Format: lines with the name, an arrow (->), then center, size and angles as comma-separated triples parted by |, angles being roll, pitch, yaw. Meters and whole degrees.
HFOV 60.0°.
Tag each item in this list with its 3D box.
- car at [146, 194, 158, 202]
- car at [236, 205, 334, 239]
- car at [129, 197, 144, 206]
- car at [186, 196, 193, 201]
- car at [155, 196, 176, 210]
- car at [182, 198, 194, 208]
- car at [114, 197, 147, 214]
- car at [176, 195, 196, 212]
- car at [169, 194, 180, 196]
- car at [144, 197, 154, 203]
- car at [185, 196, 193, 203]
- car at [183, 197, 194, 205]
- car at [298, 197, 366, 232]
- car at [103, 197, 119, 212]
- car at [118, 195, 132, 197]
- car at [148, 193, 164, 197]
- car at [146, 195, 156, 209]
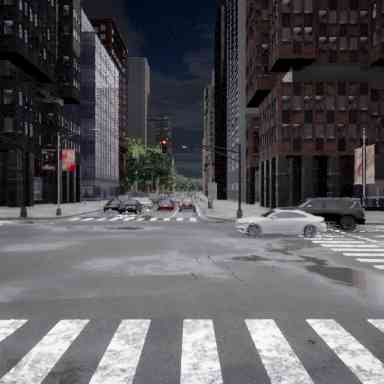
car -> -9.243, 1.418, 76.953 | 2.192, 1.841, 5.009 | 0, 0, 0
car -> 4.678, 1.616, 17.647 | 4.674, 1.442, 1.812 | 1, 0, 0
car -> -9.139, 1.571, 55.078 | 1.752, 1.417, 4.829 | 0, 0, 0
car -> -0.794, 1.697, 93.257 | 1.887, 1.381, 4.507 | 0, 0, 0
car -> -3.220, 1.580, 42.473 | 1.994, 1.385, 4.181 | 0, 0, 0
car -> -0.589, 1.615, 49.857 | 1.802, 1.307, 4.206 | 0, 0, 0
car -> -6.380, 1.548, 35.101 | 2.033, 1.411, 5.357 | 0, 0, 0
car -> -0.539, 1.449, 39.008 | 1.967, 1.590, 4.097 | 0, 0, 0
car -> -3.419, 1.676, 66.914 | 1.895, 1.301, 4.718 | 0, 0, 0
car -> -9.216, 1.670, 71.527 | 1.802, 1.307, 4.206 | 0, 0, 0
car -> -0.692, 1.613, 71.727 | 1.752, 1.417, 4.829 | 0, 0, 0
car -> -0.640, 1.604, 60.707 | 1.887, 1.381, 4.507 | 0, 0, 0
car -> 7.982, 1.355, 21.157 | 5.566, 2.045, 2.150 | 1, 0, 4
car -> -9.064, 1.575, 38.971 | 1.947, 1.339, 4.313 | 0, 0, 0
car -> -9.090, 1.336, 44.397 | 2.192, 1.841, 5.009 | 0, 0, 0
car -> -6.465, 1.269, 55.970 | 2.150, 2.045, 5.566 | 0, 0, 0
car -> -6.427, 1.549, 45.327 | 1.812, 1.442, 4.674 | 0, 0, 0
